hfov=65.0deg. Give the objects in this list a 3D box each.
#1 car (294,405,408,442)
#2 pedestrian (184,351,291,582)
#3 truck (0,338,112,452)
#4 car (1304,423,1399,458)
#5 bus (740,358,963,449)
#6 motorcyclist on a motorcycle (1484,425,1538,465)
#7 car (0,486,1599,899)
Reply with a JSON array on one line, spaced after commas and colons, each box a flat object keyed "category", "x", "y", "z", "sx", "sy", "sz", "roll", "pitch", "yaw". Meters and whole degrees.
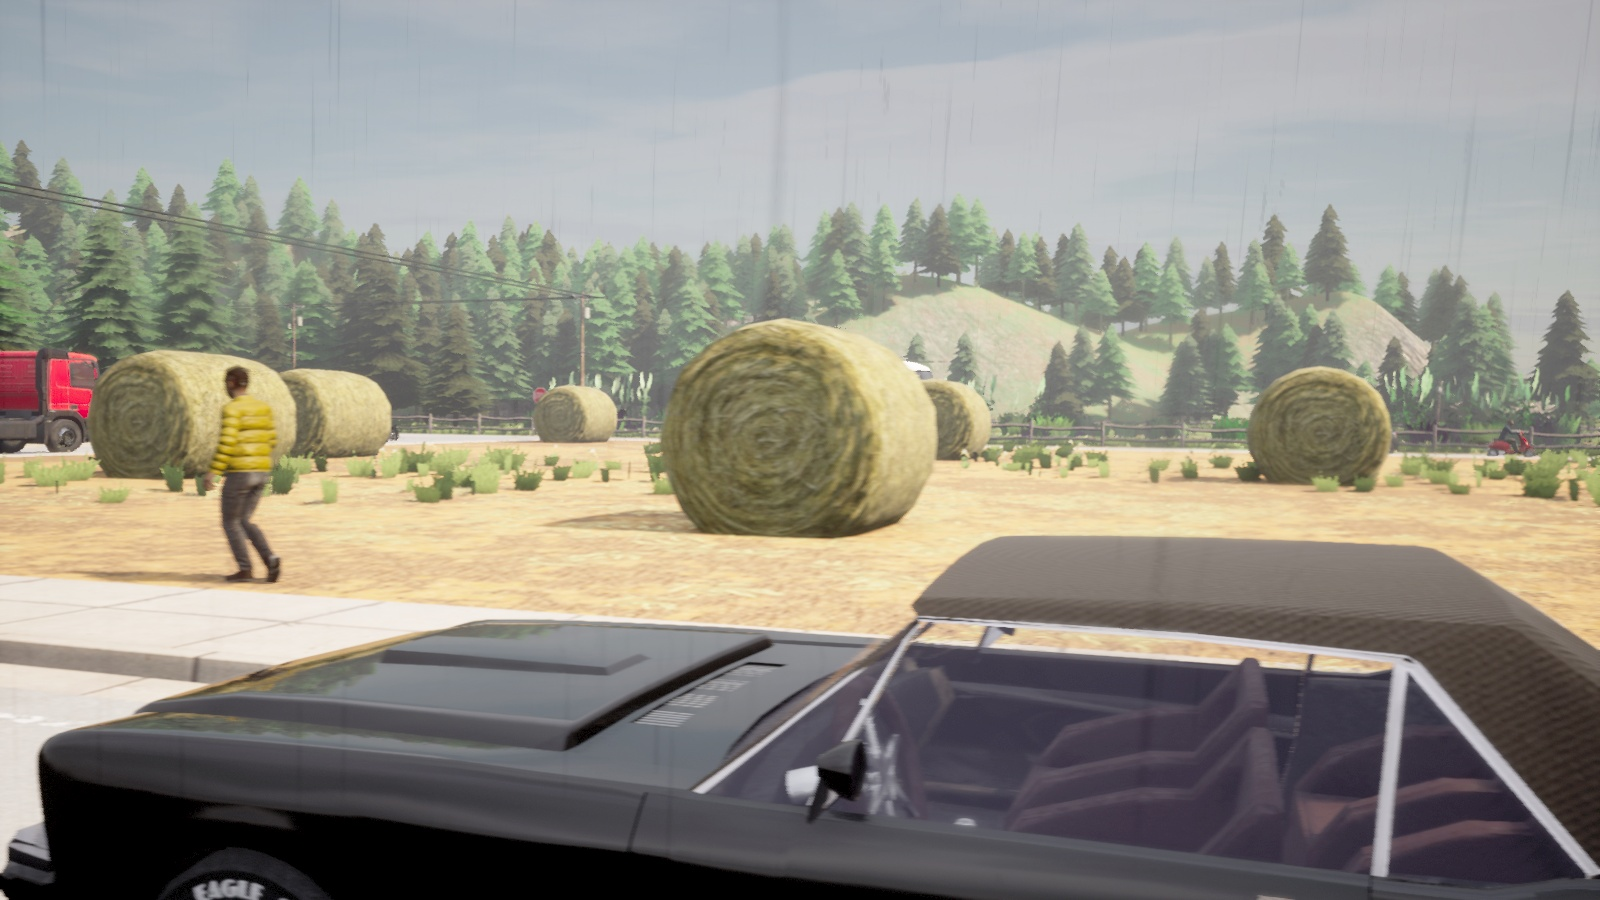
[{"category": "car", "x": -19.824, "y": -1.172, "z": 55.655, "sx": 2.128, "sy": 1.511, "sz": 4.902, "roll": 2, "pitch": 2, "yaw": 20}, {"category": "pedestrian", "x": -4.621, "y": 0.118, "z": 10.312, "sx": 0.709, "sy": 1.840, "sz": 0.431, "roll": 2, "pitch": 2, "yaw": 24}, {"category": "truck", "x": -25.787, "y": -1.718, "z": 38.911, "sx": 2.891, "sy": 3.462, "sz": 7.936, "roll": 2, "pitch": 2, "yaw": 20}, {"category": "car", "x": 24.937, "y": -0.439, "z": 56.906, "sx": 3.806, "sy": 1.475, "sz": 1.970, "roll": 2, "pitch": 2, "yaw": 22}, {"category": "bus", "x": 2.538, "y": -2.340, "z": 62.339, "sx": 10.273, "sy": 4.253, "sz": 3.944, "roll": 2, "pitch": 2, "yaw": 22}, {"category": "motorcyclist on a motorcycle", "x": 29.087, "y": -0.214, "z": 51.404, "sx": 1.817, "sy": 1.590, "sz": 0.866, "roll": 2, "pitch": 2, "yaw": 22}, {"category": "car", "x": 0.506, "y": 0.868, "z": 3.020, "sx": 4.718, "sy": 1.301, "sz": 1.895, "roll": 2, "pitch": 2, "yaw": 18}]
